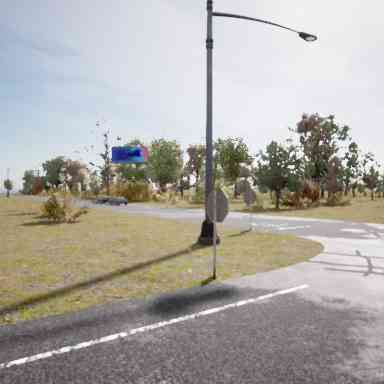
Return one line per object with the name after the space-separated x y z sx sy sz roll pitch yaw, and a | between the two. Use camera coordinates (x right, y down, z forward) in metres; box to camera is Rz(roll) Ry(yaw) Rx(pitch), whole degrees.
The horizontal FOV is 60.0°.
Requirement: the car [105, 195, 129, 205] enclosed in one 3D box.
-12.187 1.447 55.029 2.033 1.411 5.357 0 0 -33 | car

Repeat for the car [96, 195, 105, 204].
-16.168 1.392 60.951 1.837 1.490 4.892 0 0 -34 | car
